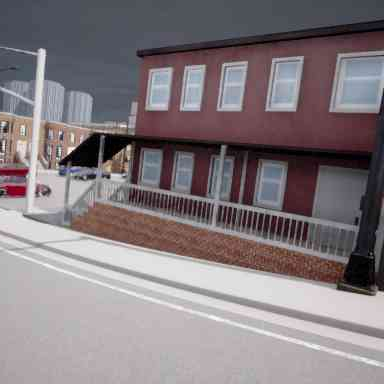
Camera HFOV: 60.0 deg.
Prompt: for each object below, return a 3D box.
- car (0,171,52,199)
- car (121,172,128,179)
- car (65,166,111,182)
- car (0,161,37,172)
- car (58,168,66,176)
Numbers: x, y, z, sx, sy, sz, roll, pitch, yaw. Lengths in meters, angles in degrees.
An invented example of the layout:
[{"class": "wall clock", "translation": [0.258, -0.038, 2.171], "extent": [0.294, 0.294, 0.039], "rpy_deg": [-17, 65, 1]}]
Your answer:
[{"class": "car", "translation": [-11.427, -0.400, 21.840], "extent": [1.994, 1.385, 4.181], "rpy_deg": [10, 6, 35]}, {"class": "car", "translation": [-8.428, -2.553, 49.946], "extent": [2.128, 1.511, 4.902], "rpy_deg": [10, 6, 36]}, {"class": "car", "translation": [-11.849, -2.044, 39.322], "extent": [2.128, 1.511, 4.902], "rpy_deg": [10, 6, 35]}, {"class": "car", "translation": [-17.365, -2.062, 31.672], "extent": [1.882, 1.535, 5.008], "rpy_deg": [10, 6, 35]}, {"class": "car", "translation": [-14.305, -2.574, 41.832], "extent": [1.882, 1.535, 5.008], "rpy_deg": [10, 6, 36]}]
